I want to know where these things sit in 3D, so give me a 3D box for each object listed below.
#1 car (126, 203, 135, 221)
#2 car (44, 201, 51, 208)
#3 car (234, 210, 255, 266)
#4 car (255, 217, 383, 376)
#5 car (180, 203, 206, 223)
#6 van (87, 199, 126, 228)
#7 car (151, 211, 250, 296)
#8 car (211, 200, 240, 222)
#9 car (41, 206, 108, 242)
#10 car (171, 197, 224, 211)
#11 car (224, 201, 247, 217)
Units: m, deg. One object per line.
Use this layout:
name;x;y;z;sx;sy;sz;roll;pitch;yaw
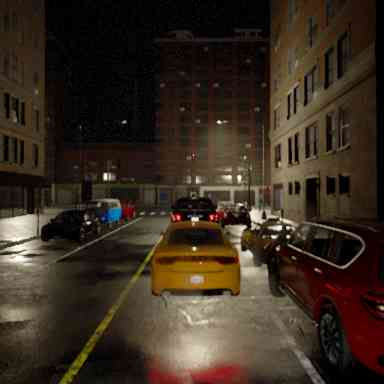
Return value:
car;-5.826;1.587;27.474;1.887;1.381;4.507;1;0;0
car;-21.137;1.382;43.667;5.008;1.535;1.882;0;-1;0
car;2.685;1.539;11.187;1.752;1.417;4.829;1;0;0
car;2.682;1.320;5.534;2.192;1.841;5.009;1;0;0
car;0.105;1.605;26.895;1.994;1.385;4.181;0;0;1
van;-5.829;1.373;21.992;1.690;1.788;3.998;1;0;0
car;0.059;1.488;8.693;1.882;1.535;5.008;0;0;-1
car;2.700;1.482;27.466;1.967;1.590;4.097;1;0;0
car;-5.836;1.588;16.509;1.947;1.339;4.313;1;0;0
car;0.117;1.244;16.426;2.150;2.045;5.566;0;0;0
car;2.695;1.472;21.983;1.967;1.590;4.097;1;0;0
